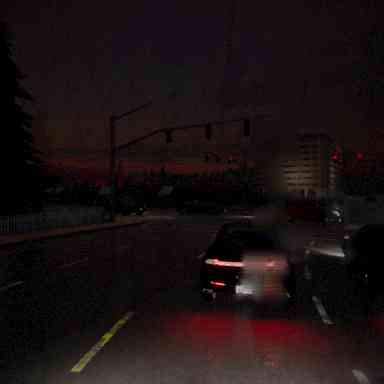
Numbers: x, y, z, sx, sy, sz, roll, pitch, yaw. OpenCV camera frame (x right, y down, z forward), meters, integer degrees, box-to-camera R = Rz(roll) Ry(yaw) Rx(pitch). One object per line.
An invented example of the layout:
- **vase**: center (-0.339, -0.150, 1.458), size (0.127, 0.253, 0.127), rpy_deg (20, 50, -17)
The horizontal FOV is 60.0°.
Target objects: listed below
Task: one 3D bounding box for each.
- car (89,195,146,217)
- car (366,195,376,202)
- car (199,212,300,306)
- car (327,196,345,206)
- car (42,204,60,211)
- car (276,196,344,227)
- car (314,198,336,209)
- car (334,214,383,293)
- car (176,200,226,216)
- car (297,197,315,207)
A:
- **car**: center (-7.120, 1.278, 32.660), size (5.566, 2.045, 2.150), rpy_deg (0, 0, 32)
- **car**: center (42.651, 1.525, 79.273), size (2.128, 1.511, 4.902), rpy_deg (0, 0, 32)
- **car**: center (1.426, 1.491, 8.164), size (2.128, 1.511, 4.902), rpy_deg (0, 0, 12)
- **car**: center (24.626, 1.491, 56.709), size (2.128, 1.511, 4.902), rpy_deg (0, 0, 32)
- **car**: center (-17.603, 1.546, 39.198), size (4.902, 1.511, 2.128), rpy_deg (0, 0, 32)
- **car**: center (8.158, 1.380, 23.134), size (4.553, 1.767, 2.097), rpy_deg (0, 0, 32)
- **car**: center (19.176, 1.547, 47.886), size (2.033, 1.411, 5.357), rpy_deg (0, 0, 32)
- **car**: center (5.178, 1.547, 8.537), size (2.033, 1.411, 5.357), rpy_deg (0, 0, 16)
- **car**: center (0.850, 1.537, 32.471), size (4.902, 1.511, 2.128), rpy_deg (-1, 0, 22)
- **car**: center (18.156, 1.525, 52.891), size (1.812, 1.442, 4.674), rpy_deg (0, 0, 32)
